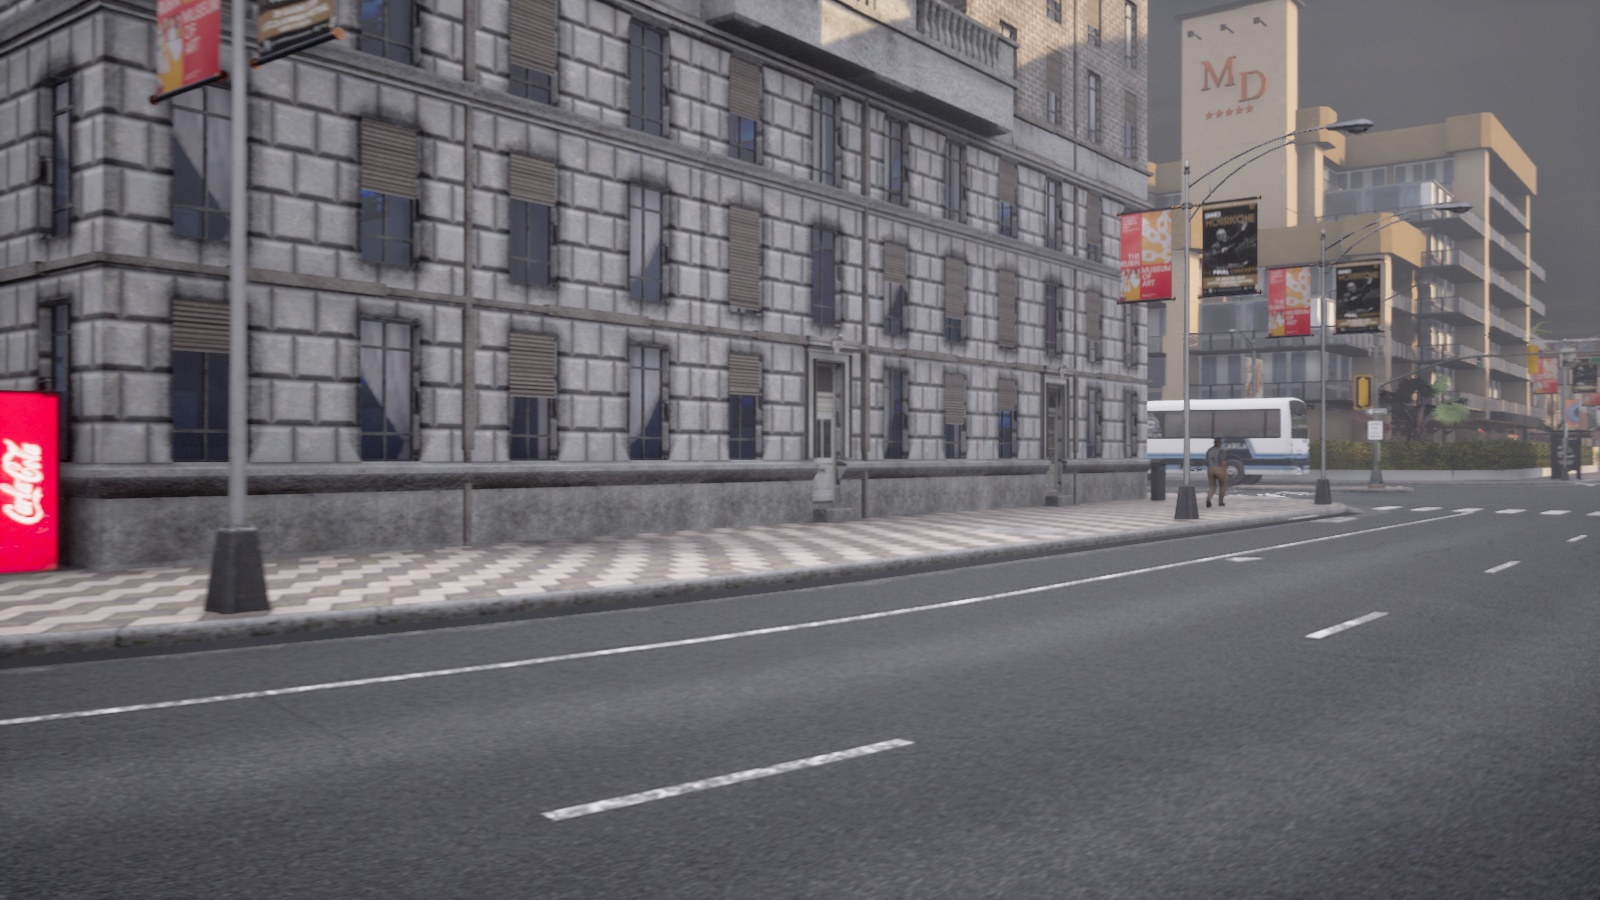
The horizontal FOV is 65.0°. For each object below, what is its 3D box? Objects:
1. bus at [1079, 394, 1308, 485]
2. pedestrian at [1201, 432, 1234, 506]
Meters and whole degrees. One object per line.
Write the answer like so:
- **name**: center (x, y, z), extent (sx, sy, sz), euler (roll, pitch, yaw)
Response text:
- **bus**: center (19.731, -0.479, 63.463), extent (10.273, 4.253, 3.944), euler (0, 0, 38)
- **pedestrian**: center (10.487, 0.476, 31.533), extent (0.694, 1.848, 0.540), euler (0, 0, -45)
